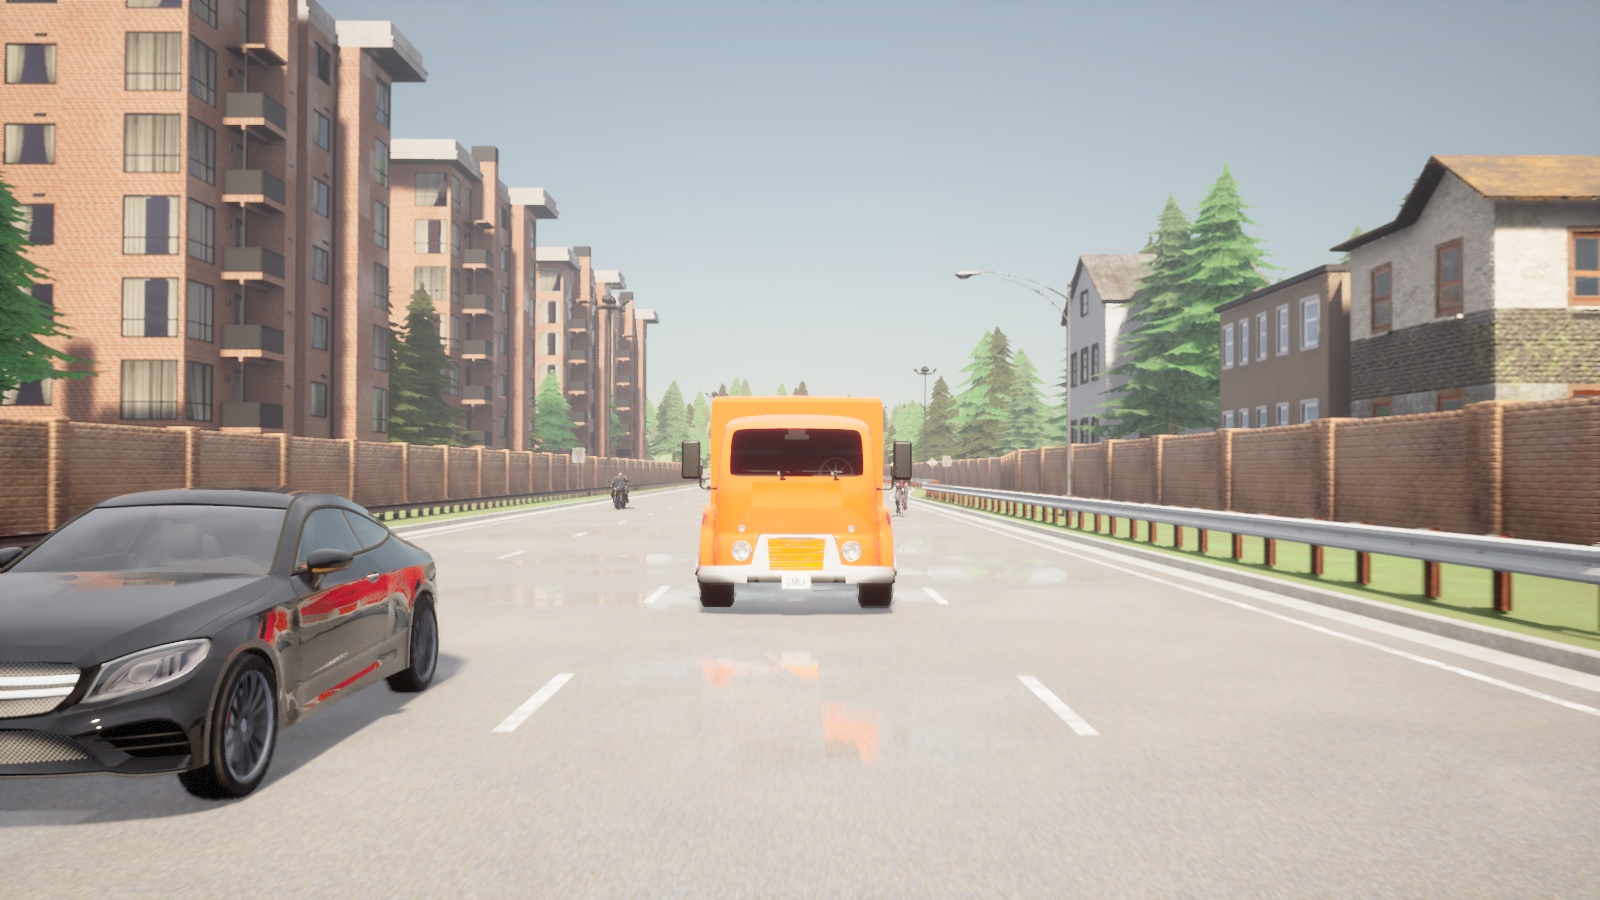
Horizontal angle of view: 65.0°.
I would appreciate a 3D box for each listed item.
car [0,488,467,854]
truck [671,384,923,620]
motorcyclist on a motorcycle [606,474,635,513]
[{"bbox_3d":[-3.512,0.980,7.515,1.812,1.442,4.674,0,-1,0],"label":"car"},{"bbox_3d":[-0.040,0.595,15.773,2.627,2.467,5.204,0,-1,0],"label":"truck"},{"bbox_3d":[-7.121,1.713,49.926,0.866,1.530,2.191,0,-1,0],"label":"motorcyclist on a motorcycle"}]
